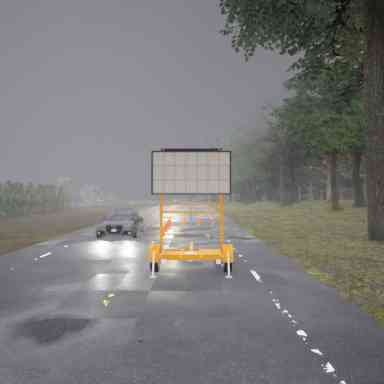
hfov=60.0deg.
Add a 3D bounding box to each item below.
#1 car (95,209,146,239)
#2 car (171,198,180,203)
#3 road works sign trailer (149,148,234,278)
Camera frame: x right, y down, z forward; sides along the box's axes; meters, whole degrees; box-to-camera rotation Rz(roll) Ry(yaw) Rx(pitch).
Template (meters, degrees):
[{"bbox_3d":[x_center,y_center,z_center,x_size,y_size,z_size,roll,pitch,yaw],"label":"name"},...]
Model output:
[{"bbox_3d":[-3.631,1.602,17.486,1.994,1.385,4.181,0,0,0],"label":"car"},{"bbox_3d":[-3.629,2.031,73.506,2.128,1.511,4.902,0,-1,0],"label":"car"},{"bbox_3d":[-0.017,0.480,10.154,2.380,3.560,2.880,0,0,0],"label":"road works sign trailer"}]
